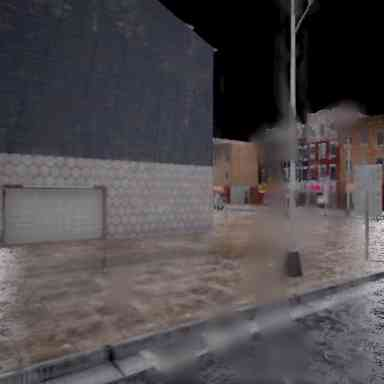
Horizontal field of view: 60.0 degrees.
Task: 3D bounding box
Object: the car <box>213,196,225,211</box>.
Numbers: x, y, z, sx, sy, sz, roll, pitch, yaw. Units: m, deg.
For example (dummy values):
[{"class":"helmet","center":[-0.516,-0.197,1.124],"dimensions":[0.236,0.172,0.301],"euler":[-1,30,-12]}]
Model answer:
[{"class":"car","center":[1.518,1.205,39.414],"dimensions":[2.150,2.045,5.566],"euler":[0,0,-35]}]
